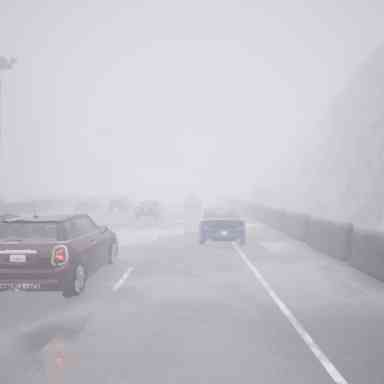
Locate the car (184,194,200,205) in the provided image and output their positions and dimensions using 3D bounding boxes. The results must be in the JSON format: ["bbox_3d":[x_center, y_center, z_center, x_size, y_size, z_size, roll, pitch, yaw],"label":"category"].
[{"bbox_3d":[0.001,1.054,47.098,2.033,1.411,5.357,0,1,0],"label":"car"}]

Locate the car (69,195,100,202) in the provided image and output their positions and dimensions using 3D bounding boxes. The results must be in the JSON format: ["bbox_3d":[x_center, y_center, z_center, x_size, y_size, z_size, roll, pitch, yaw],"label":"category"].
[{"bbox_3d":[-10.401,1.215,33.518,1.812,1.442,4.674,0,1,0],"label":"car"}]

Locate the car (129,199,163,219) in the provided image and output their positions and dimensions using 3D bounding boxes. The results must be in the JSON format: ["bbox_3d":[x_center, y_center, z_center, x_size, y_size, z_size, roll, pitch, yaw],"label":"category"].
[{"bbox_3d":[-3.401,1.326,26.801,2.033,1.411,5.357,0,1,0],"label":"car"}]

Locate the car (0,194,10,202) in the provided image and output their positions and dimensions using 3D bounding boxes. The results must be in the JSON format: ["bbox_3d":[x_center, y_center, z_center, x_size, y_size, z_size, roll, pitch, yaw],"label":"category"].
[{"bbox_3d":[-31.555,0.976,54.161,1.994,1.385,4.181,0,1,0],"label":"car"}]

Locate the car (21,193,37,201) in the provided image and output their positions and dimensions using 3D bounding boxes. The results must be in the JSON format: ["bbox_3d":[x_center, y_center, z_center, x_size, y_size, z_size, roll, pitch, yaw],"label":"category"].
[{"bbox_3d":[-28.036,0.851,58.174,2.128,1.511,4.902,0,1,1],"label":"car"}]

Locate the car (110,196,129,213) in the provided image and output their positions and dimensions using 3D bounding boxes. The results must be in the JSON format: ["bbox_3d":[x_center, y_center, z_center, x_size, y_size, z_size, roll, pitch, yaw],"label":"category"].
[{"bbox_3d":[-6.902,1.207,32.579,1.837,1.490,4.892,0,1,0],"label":"car"}]

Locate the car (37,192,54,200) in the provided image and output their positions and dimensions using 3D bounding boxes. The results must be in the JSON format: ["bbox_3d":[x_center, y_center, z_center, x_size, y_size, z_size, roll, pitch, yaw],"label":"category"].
[{"bbox_3d":[-24.545,0.862,58.176,1.837,1.490,4.892,0,1,1],"label":"car"}]

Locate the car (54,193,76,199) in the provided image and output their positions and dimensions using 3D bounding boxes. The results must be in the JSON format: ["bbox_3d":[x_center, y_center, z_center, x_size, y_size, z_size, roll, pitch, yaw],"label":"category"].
[{"bbox_3d":[-21.052,0.858,56.498,1.882,1.535,5.008,0,1,1],"label":"car"}]

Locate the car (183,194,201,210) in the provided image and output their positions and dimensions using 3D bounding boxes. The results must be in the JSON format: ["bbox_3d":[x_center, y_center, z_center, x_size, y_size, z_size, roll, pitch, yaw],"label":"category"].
[{"bbox_3d":[0.047,1.204,37.157,1.994,1.385,4.181,0,1,1],"label":"car"}]

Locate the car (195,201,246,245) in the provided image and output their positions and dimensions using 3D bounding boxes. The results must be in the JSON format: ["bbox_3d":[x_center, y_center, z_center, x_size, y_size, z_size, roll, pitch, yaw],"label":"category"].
[{"bbox_3d":[1.224,1.384,15.127,1.882,1.535,5.008,0,1,0],"label":"car"}]

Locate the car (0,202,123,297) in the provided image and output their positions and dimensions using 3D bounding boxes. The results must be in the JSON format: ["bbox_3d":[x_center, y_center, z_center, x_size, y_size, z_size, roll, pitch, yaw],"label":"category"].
[{"bbox_3d":[-3.401,1.308,8.637,2.097,1.767,4.553,0,0,0],"label":"car"}]
